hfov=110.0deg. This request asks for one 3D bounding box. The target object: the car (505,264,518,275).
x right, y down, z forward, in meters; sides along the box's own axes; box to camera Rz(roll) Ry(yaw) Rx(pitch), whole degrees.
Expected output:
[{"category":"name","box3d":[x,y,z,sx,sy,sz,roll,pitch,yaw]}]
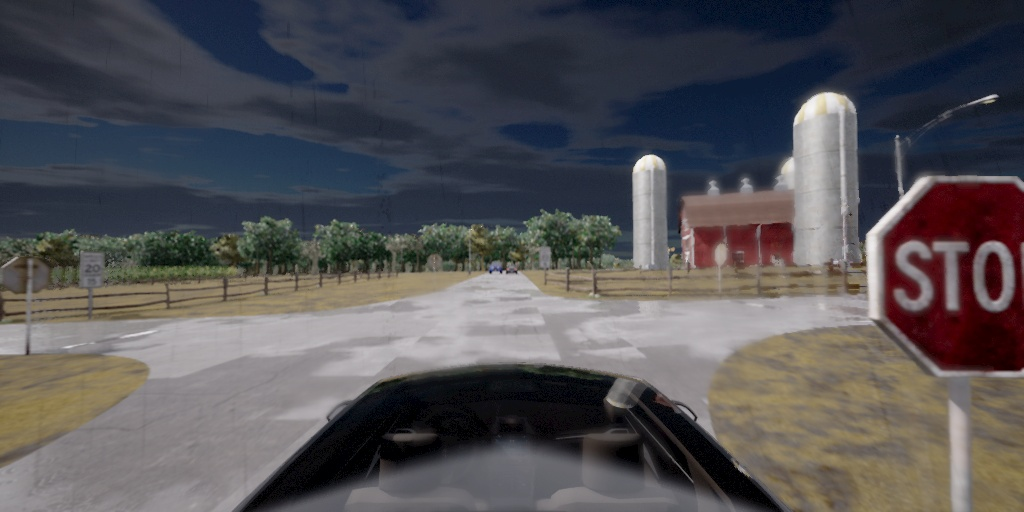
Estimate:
[{"category":"car","box3d":[-0.026,2.261,57.793,1.812,1.442,4.674,0,-1,0]}]

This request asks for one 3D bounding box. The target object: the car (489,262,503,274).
[{"category":"car","box3d":[-2.778,2.069,62.371,2.150,2.045,5.566,0,-1,0]}]
